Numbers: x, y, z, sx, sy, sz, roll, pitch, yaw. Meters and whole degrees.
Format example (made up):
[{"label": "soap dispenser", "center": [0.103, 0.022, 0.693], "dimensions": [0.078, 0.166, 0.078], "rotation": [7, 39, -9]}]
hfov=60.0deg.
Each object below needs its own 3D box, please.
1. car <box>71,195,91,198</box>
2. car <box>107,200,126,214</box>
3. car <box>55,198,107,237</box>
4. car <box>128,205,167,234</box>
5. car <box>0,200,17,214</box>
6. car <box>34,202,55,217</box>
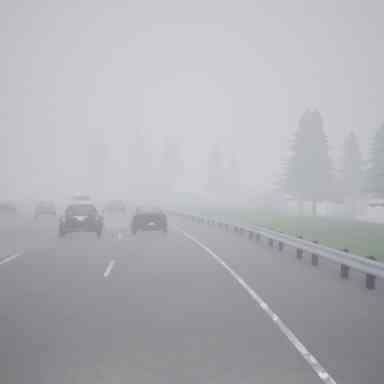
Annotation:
[{"label": "car", "center": [-12.058, 1.304, 35.770], "dimensions": [2.150, 2.045, 5.566], "rotation": [0, 0, -26]}, {"label": "car", "center": [-8.600, 1.571, 36.478], "dimensions": [2.128, 1.511, 4.902], "rotation": [0, 0, -25]}, {"label": "car", "center": [-6.075, 1.396, 18.703], "dimensions": [2.097, 1.767, 4.553], "rotation": [0, 0, -13]}, {"label": "car", "center": [-2.690, 1.518, 19.678], "dimensions": [1.882, 1.535, 5.008], "rotation": [0, 0, -14]}, {"label": "car", "center": [-19.993, 1.618, 35.856], "dimensions": [1.812, 1.442, 4.674], "rotation": [0, 0, -28]}, {"label": "car", "center": [-14.134, 1.625, 32.085], "dimensions": [2.033, 1.411, 5.357], "rotation": [0, 0, -24]}]
